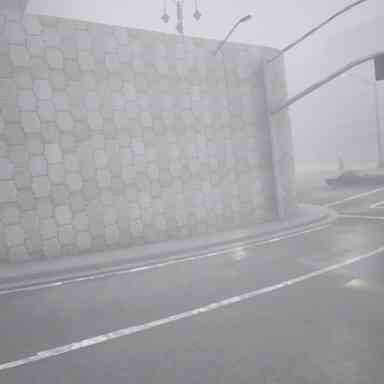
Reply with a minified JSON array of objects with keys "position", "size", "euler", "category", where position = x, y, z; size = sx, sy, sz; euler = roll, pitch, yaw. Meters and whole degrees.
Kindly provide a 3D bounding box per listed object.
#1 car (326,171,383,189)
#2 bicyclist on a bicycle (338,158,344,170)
[{"position":[13.219,-1.008,26.386],"size":[1.895,1.301,4.718],"euler":[-11,6,-35],"category":"car"},{"position":[20.057,-3.814,44.855],"size":[1.656,1.620,0.582],"euler":[-11,6,-35],"category":"bicyclist on a bicycle"}]
